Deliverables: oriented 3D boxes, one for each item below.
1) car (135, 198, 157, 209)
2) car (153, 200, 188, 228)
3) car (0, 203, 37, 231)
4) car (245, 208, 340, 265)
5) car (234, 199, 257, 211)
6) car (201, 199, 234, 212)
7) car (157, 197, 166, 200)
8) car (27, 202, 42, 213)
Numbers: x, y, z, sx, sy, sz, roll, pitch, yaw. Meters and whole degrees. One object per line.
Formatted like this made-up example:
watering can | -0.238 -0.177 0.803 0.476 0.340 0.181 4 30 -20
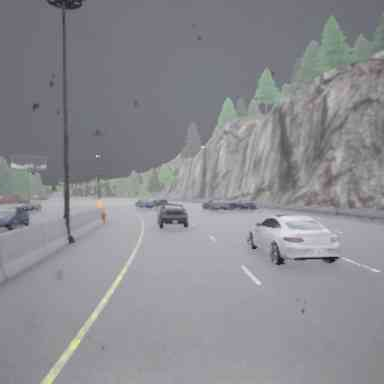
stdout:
car | -7.110 1.708 48.856 2.033 1.411 5.357 -1 0 -20
car | -1.424 1.551 22.733 1.837 1.490 4.892 0 0 -9
car | -12.245 1.741 22.139 1.812 1.442 4.674 -1 0 -8
car | 3.297 1.485 11.431 1.812 1.442 4.674 0 0 -5
car | 6.042 1.546 40.227 1.895 1.301 4.718 -1 0 -14
car | 2.712 1.544 39.787 2.033 1.411 5.357 -1 0 -16
car | -5.105 1.639 53.321 1.837 1.490 4.892 0 0 -17
car | -20.252 1.962 42.056 1.895 1.301 4.718 -1 0 -16
